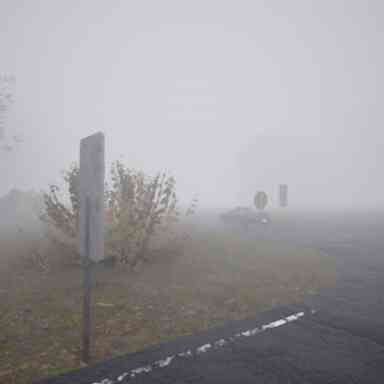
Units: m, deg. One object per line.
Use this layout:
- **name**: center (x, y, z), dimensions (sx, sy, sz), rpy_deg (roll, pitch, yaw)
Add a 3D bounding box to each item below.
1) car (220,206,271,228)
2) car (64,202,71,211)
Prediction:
- **car**: center (3.717, 1.721, 23.567), dimensions (1.812, 1.442, 4.674), rpy_deg (1, -1, -23)
- **car**: center (-18.027, 2.146, 50.458), dimensions (1.994, 1.385, 4.181), rpy_deg (1, -1, -35)
